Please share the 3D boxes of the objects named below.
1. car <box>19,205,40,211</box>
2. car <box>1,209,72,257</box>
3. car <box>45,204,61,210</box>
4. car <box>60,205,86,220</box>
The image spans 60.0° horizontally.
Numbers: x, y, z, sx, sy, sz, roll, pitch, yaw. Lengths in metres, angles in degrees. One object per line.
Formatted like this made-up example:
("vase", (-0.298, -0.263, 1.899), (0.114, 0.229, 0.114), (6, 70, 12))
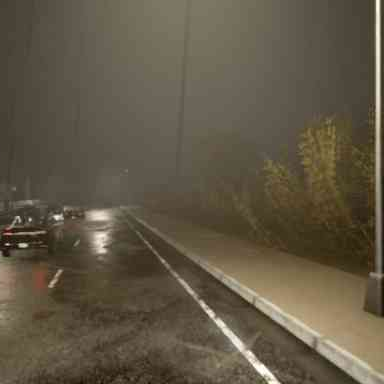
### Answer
("car", (-21.177, 2.352, 43.476), (2.033, 1.411, 5.357), (-1, 0, -14))
("car", (-6.725, 1.760, 14.421), (2.128, 1.511, 4.902), (-1, 0, -15))
("car", (-17.722, 2.271, 43.054), (2.033, 1.411, 5.357), (-1, 0, -14))
("car", (-11.627, 2.115, 33.149), (1.895, 1.301, 4.718), (-1, 0, -15))
